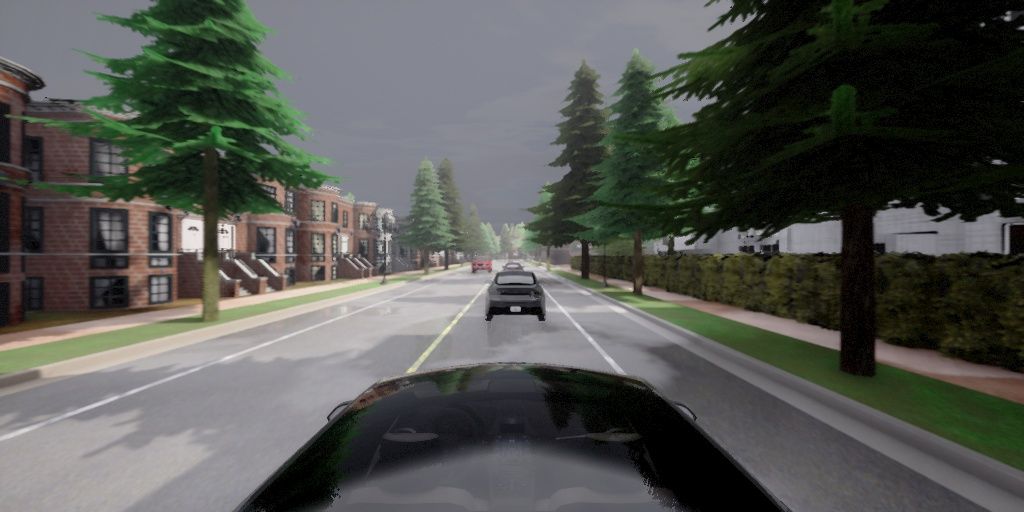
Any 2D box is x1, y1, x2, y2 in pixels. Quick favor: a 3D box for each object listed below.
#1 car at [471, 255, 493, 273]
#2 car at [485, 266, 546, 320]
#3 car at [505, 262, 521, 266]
[{"bbox_3d":[-3.482,0.954,42.526,2.150,2.045,5.566,0,0,0],"label":"car"},{"bbox_3d":[0.106,1.253,12.558,1.837,1.490,4.892,0,0,0],"label":"car"},{"bbox_3d":[0.103,1.274,30.869,1.812,1.442,4.674,0,0,0],"label":"car"}]
